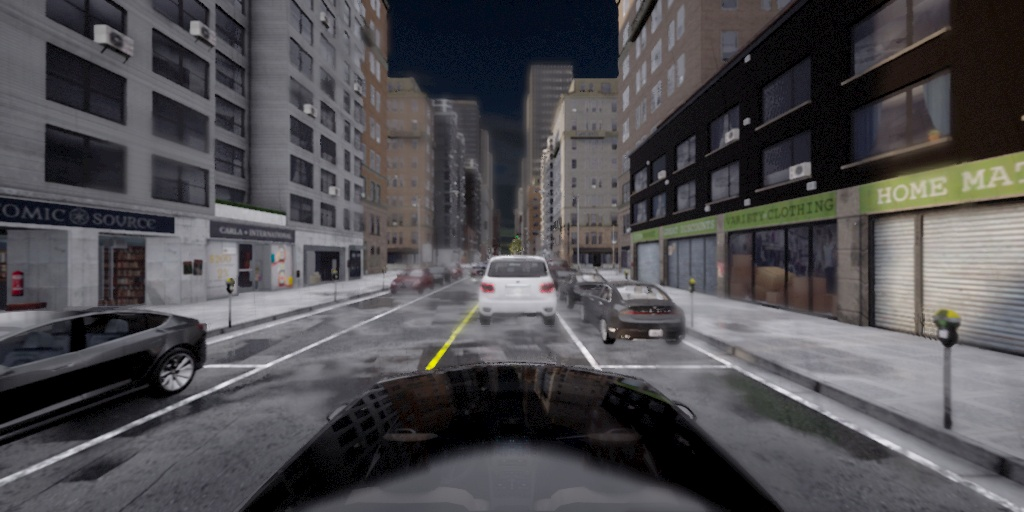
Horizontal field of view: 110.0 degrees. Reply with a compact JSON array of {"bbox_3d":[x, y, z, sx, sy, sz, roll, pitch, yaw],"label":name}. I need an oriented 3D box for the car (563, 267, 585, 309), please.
[{"bbox_3d":[2.945,1.326,14.896,2.007,1.370,4.403,0,0,0],"label":"car"}]

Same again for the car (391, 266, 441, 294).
[{"bbox_3d":[-5.540,1.368,20.476,1.802,1.307,4.207,0,0,0],"label":"car"}]

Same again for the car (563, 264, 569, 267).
[{"bbox_3d":[2.986,1.352,20.420,1.948,1.339,4.313,0,0,0],"label":"car"}]

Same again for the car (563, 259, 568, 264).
[{"bbox_3d":[3.028,1.112,25.943,2.192,1.841,5.009,0,0,0],"label":"car"}]

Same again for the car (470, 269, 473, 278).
[{"bbox_3d":[-2.775,1.378,34.360,1.994,1.385,4.181,0,0,1],"label":"car"}]

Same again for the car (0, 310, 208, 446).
[{"bbox_3d":[-5.664,1.319,3.901,1.948,1.339,4.313,0,0,0],"label":"car"}]

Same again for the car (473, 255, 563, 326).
[{"bbox_3d":[0.165,0.993,11.883,2.150,2.045,5.566,0,0,0],"label":"car"}]

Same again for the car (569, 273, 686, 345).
[{"bbox_3d":[2.903,1.316,9.373,2.007,1.370,4.403,0,0,0],"label":"car"}]

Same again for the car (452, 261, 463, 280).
[{"bbox_3d":[-5.456,1.247,31.526,1.967,1.591,4.097,0,0,0],"label":"car"}]

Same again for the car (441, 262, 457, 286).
[{"bbox_3d":[-5.498,1.362,26.001,1.948,1.339,4.313,0,0,0],"label":"car"}]
